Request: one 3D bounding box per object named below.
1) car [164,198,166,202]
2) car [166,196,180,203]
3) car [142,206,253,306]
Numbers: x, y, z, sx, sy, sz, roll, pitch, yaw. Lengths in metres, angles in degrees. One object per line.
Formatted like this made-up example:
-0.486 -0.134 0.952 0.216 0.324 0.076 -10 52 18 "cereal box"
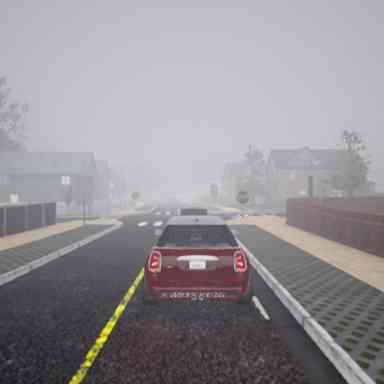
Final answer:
-5.807 1.798 83.230 1.812 1.442 4.674 0 -1 -12 "car"
-3.928 1.802 73.737 1.994 1.385 4.181 0 -1 -10 "car"
0.101 1.347 8.175 2.097 1.767 4.553 0 0 0 "car"
